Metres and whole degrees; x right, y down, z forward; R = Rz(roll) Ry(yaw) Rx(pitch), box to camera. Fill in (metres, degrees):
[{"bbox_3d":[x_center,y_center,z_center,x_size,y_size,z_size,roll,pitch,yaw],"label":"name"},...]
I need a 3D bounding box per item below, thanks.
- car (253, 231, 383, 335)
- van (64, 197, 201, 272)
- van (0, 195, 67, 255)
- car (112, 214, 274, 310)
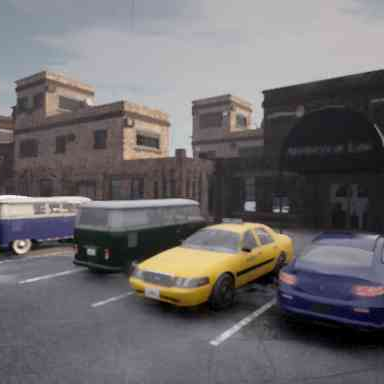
[{"bbox_3d":[3.195,1.513,6.672,2.002,1.452,4.674,0,0,35],"label":"car"},{"bbox_3d":[-1.226,1.219,9.970,1.878,1.987,4.442,0,0,35],"label":"van"},{"bbox_3d":[-5.715,1.196,13.170,1.878,1.987,4.442,0,0,35],"label":"van"},{"bbox_3d":[0.844,1.456,8.123,1.946,1.575,5.366,0,0,35],"label":"car"}]
